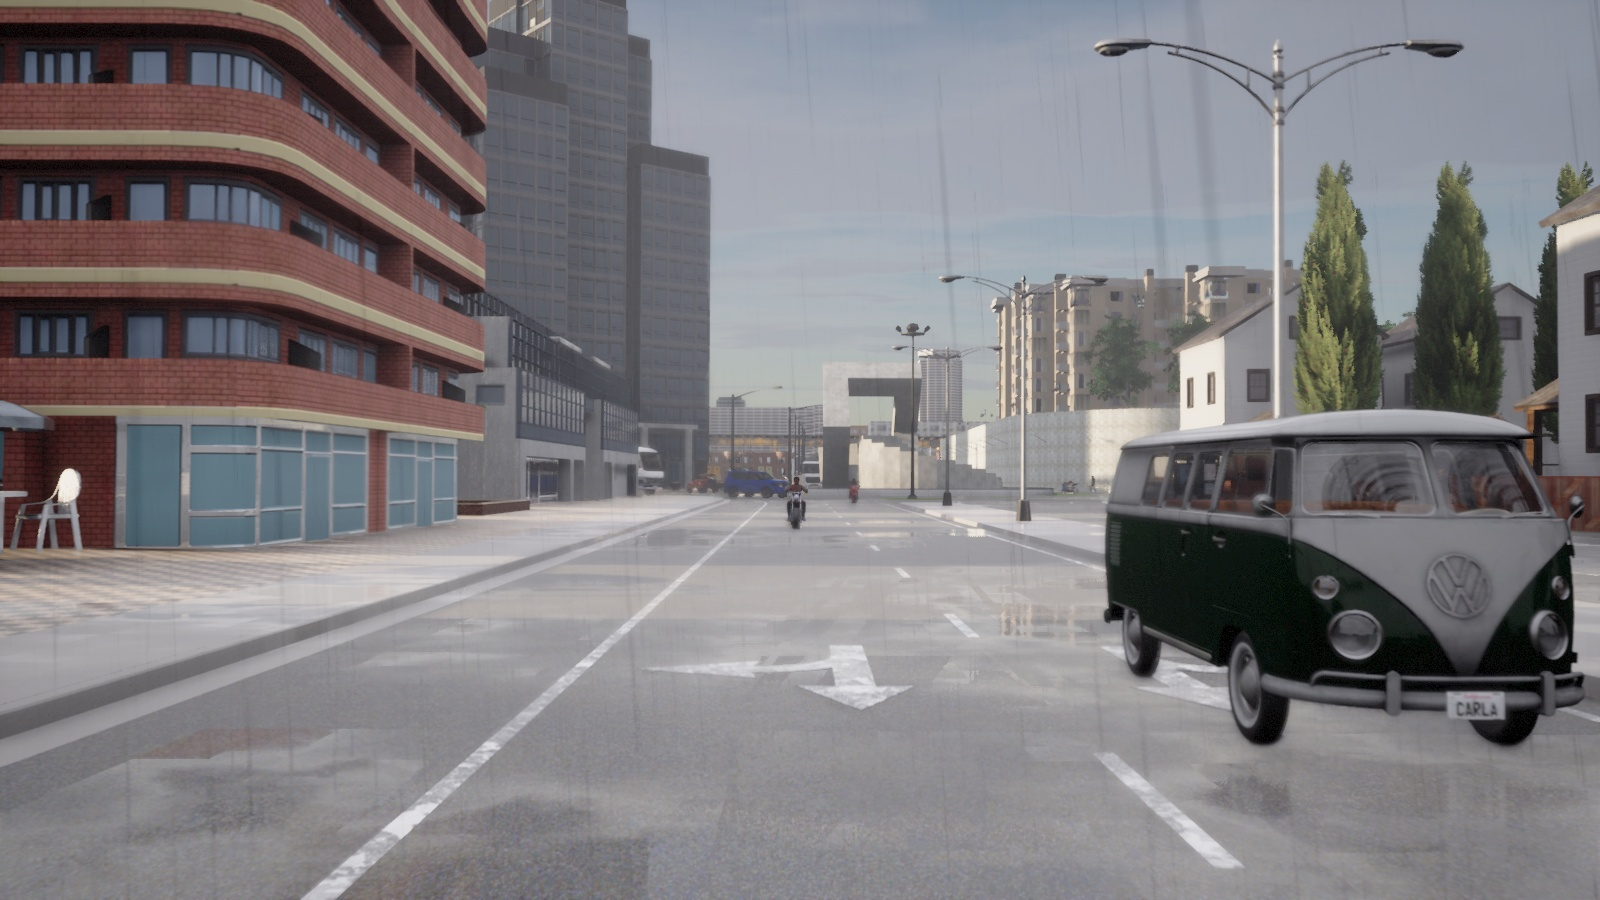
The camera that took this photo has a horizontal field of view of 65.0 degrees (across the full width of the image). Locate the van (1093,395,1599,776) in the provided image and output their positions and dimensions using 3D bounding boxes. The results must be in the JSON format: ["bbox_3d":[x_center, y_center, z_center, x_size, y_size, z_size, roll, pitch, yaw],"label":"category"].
[{"bbox_3d":[3.476,0.753,8.818,1.775,1.987,4.442,0,-1,0],"label":"van"}]

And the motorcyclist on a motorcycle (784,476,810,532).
[{"bbox_3d":[-0.096,1.606,38.097,0.766,1.649,2.350,0,-1,0],"label":"motorcyclist on a motorcycle"}]

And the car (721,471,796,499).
[{"bbox_3d":[-3.156,2.621,94.596,5.566,2.045,2.150,-1,-1,37],"label":"car"}]
